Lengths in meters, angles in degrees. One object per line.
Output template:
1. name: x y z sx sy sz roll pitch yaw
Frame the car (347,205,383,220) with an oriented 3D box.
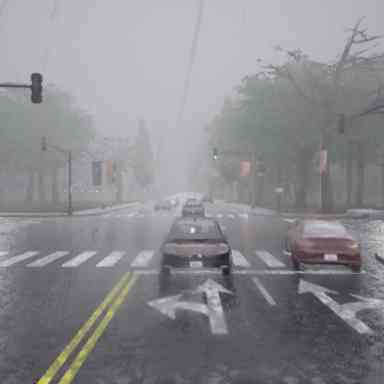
1. car: 14.864 1.665 26.462 4.718 1.301 1.895 0 0 0

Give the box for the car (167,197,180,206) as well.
1. car: -3.254 1.592 59.179 2.128 1.511 4.902 0 0 0

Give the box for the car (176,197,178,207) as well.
1. car: -3.310 1.567 48.743 1.812 1.442 4.674 0 0 0

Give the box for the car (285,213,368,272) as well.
1. car: 4.105 1.525 10.810 1.812 1.442 4.674 0 0 13

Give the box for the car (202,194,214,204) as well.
1. car: 3.245 1.392 68.270 2.150 2.045 5.566 0 0 0

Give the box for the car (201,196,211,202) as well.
1. car: 3.243 1.664 78.658 2.033 1.411 5.357 0 0 0

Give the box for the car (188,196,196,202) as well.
1. car: -0.007 1.676 78.658 1.994 1.385 4.181 0 0 0

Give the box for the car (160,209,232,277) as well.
1. car: 0.098 1.489 10.258 2.128 1.511 4.902 0 0 0

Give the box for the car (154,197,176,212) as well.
1. car: -3.348 1.563 39.415 2.033 1.411 5.357 0 0 0

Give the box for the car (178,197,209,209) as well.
1. car: 0.102 1.489 29.582 2.128 1.511 4.902 0 0 0
